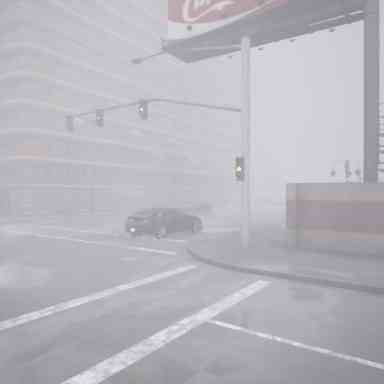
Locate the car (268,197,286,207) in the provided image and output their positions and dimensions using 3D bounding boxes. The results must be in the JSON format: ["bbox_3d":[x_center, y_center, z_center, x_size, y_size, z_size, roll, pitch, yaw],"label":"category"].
[{"bbox_3d":[13.782,1.558,51.031,1.994,1.385,4.181,0,0,36],"label":"car"}]

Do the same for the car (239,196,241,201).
[{"bbox_3d":[10.687,1.486,75.808,4.181,1.385,1.994,0,0,22],"label":"car"}]

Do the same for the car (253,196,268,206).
[{"bbox_3d":[11.593,1.500,53.981,1.837,1.490,4.892,0,-1,36],"label":"car"}]

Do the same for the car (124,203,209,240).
[{"bbox_3d":[-1.343,1.507,17.307,1.837,1.490,4.892,0,0,35],"label":"car"}]

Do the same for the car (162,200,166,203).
[{"bbox_3d":[-2.077,1.484,34.686,2.128,1.511,4.902,0,0,35],"label":"car"}]

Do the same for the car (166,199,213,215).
[{"bbox_3d":[0.099,1.472,31.697,1.882,1.535,5.008,0,0,35],"label":"car"}]
